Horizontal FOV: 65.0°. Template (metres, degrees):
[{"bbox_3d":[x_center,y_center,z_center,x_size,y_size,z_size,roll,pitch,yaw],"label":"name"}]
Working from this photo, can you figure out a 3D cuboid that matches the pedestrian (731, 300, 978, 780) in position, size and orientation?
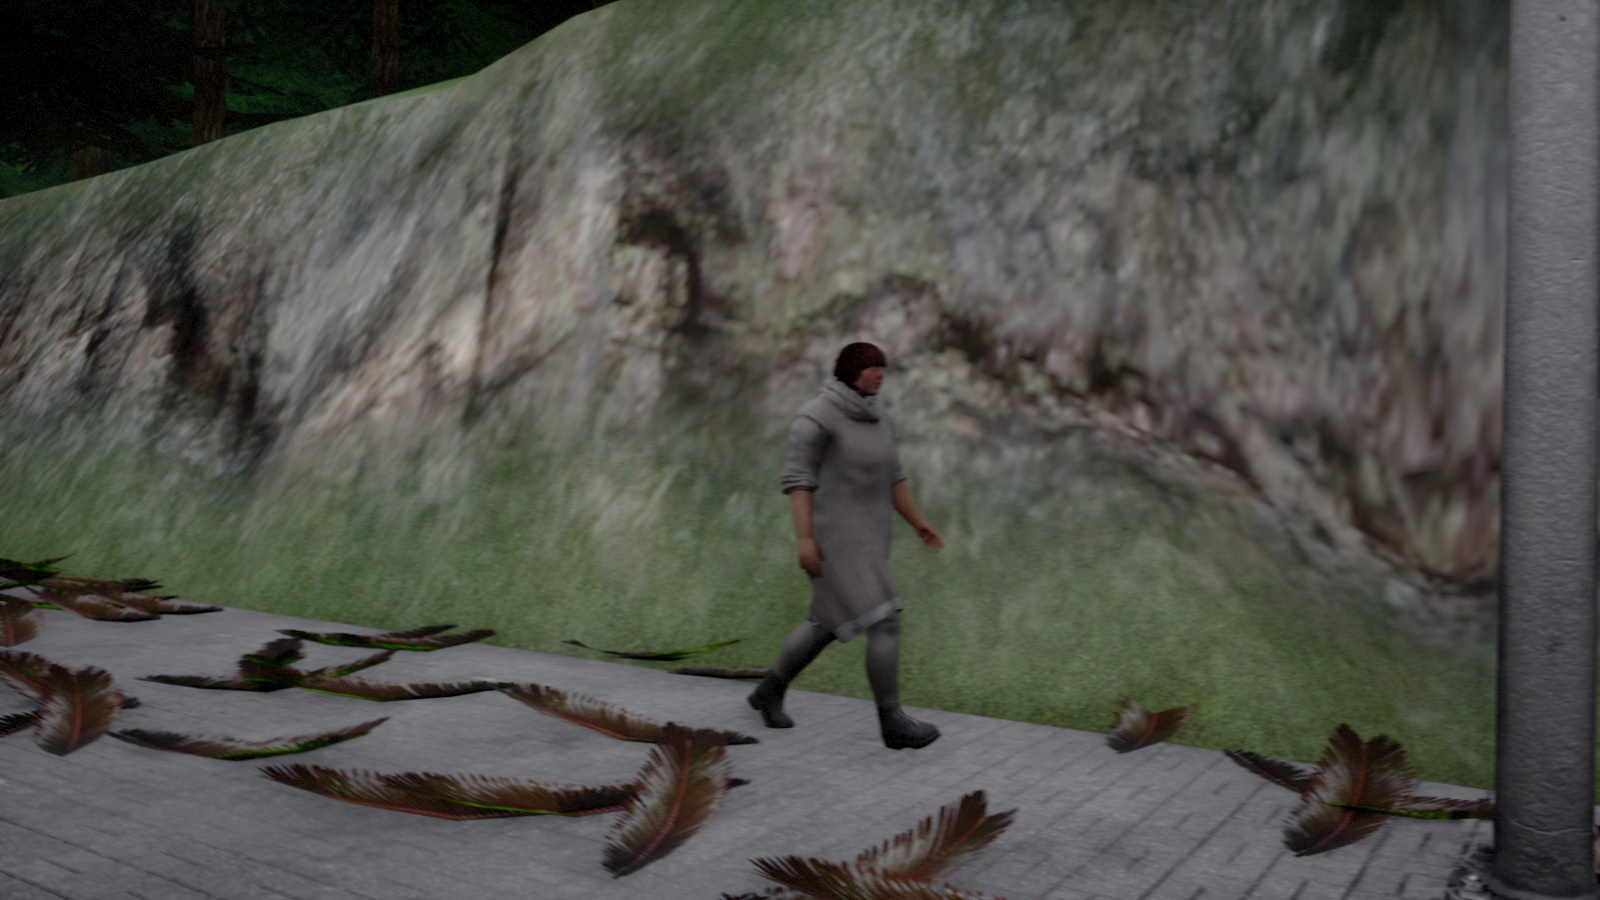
[{"bbox_3d":[0.248,0.362,5.616,0.873,1.952,0.659,0,1,33],"label":"pedestrian"}]
